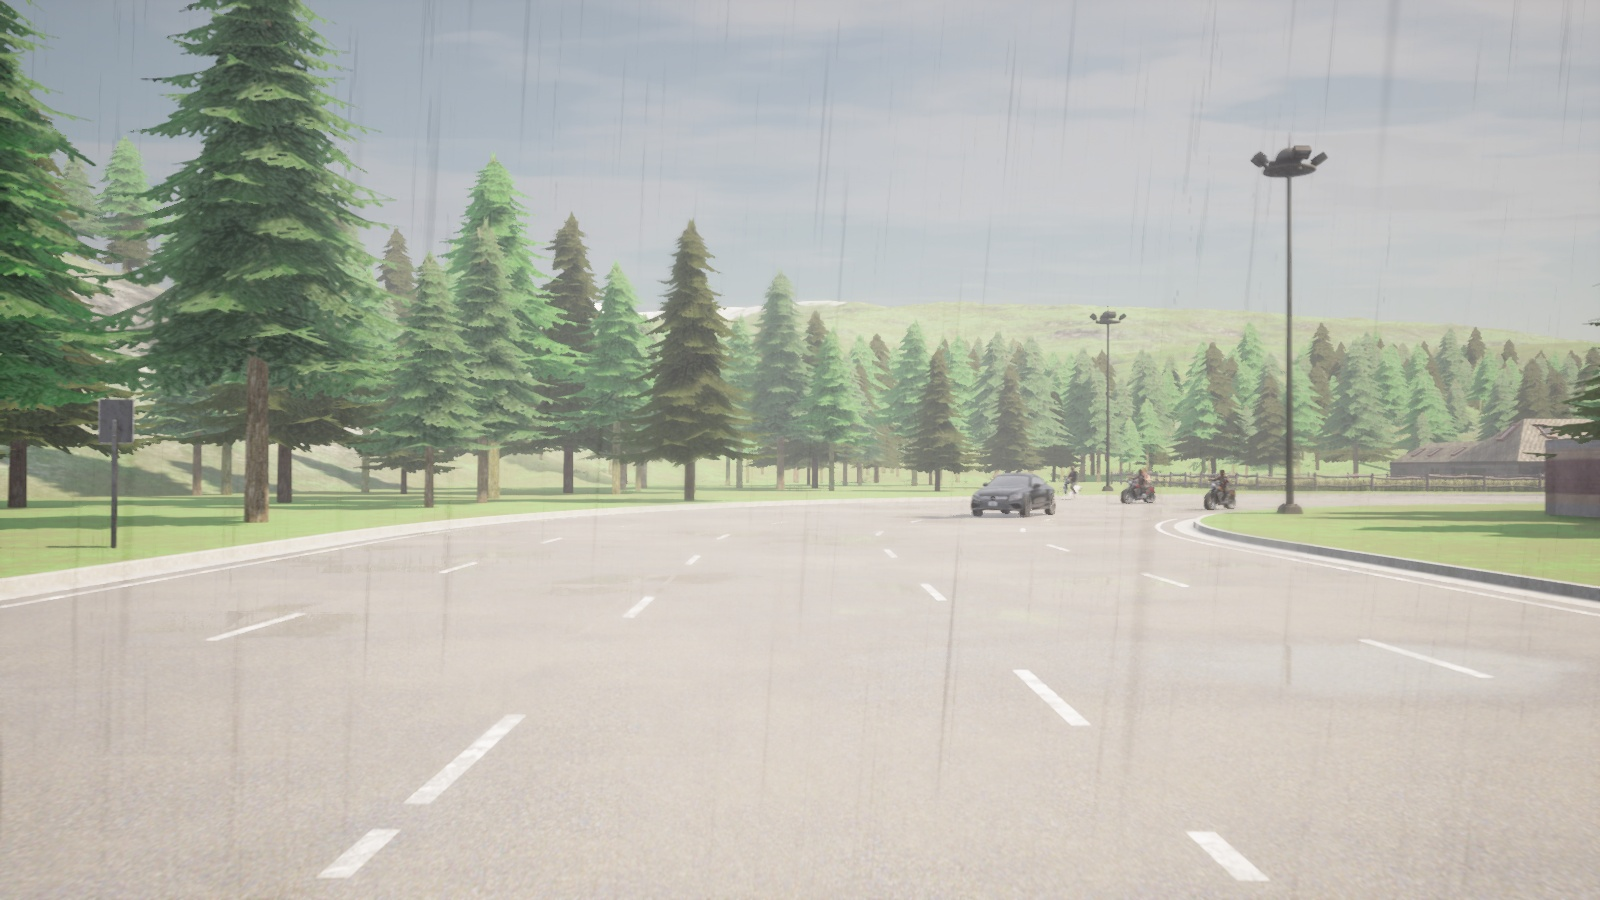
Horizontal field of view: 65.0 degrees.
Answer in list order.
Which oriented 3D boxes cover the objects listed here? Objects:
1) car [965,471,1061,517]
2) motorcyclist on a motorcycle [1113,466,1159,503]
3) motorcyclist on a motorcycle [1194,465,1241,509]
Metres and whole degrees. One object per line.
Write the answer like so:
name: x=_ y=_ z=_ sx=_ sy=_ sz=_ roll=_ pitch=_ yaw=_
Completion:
car: x=7.220 y=1.443 z=42.198 sx=1.812 sy=1.442 sz=4.674 roll=-1 pitch=-1 yaw=28
motorcyclist on a motorcycle: x=15.466 y=1.568 z=57.745 sx=2.350 sy=1.649 sz=0.766 roll=0 pitch=0 yaw=-37
motorcyclist on a motorcycle: x=16.385 y=1.436 z=49.198 sx=2.350 sy=1.649 sz=0.766 roll=0 pitch=0 yaw=-45
